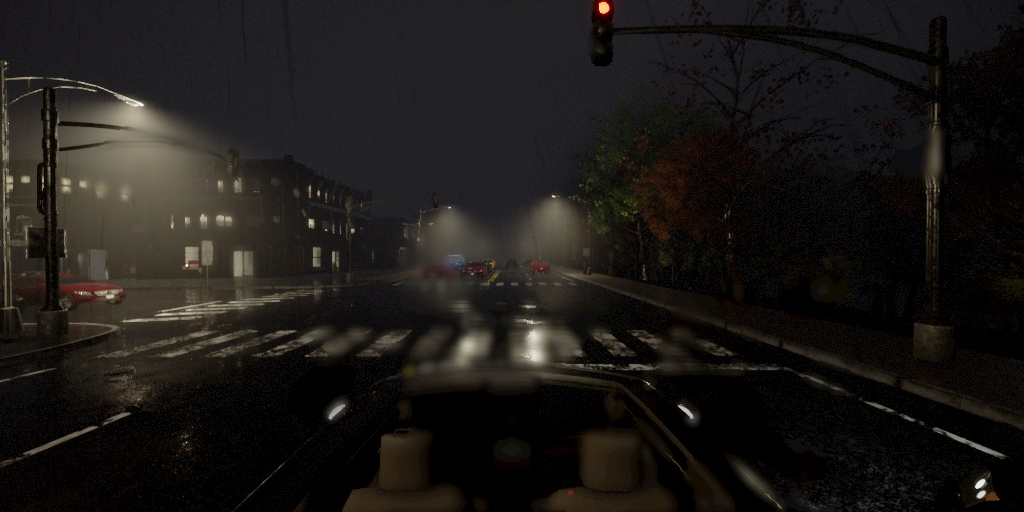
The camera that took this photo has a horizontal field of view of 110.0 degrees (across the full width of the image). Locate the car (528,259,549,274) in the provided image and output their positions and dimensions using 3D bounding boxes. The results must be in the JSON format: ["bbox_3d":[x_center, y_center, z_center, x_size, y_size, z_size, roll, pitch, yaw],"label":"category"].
[{"bbox_3d":[3.258,1.213,42.038,1.882,1.535,5.008,0,0,0],"label":"car"}]

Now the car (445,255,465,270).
[{"bbox_3d":[-6.678,0.957,42.790,2.150,2.045,5.566,0,0,0],"label":"car"}]

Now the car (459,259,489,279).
[{"bbox_3d":[-3.412,1.266,33.107,1.812,1.442,4.674,0,0,0],"label":"car"}]

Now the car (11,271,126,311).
[{"bbox_3d":[-19.361,1.490,15.240,4.674,1.442,1.812,-1,1,1],"label":"car"}]

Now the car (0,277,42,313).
[{"bbox_3d":[-19.971,1.565,12.541,4.313,1.339,1.948,0,0,0],"label":"car"}]

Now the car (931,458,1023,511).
[{"bbox_3d":[3.356,1.314,0.228,1.994,1.385,4.181,0,0,0],"label":"car"}]

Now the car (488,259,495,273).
[{"bbox_3d":[-3.425,1.240,43.174,1.837,1.490,4.892,0,0,0],"label":"car"}]

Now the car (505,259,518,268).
[{"bbox_3d":[-0.034,1.231,60.750,1.837,1.490,4.892,0,0,0],"label":"car"}]

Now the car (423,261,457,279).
[{"bbox_3d":[-6.662,1.341,32.886,1.895,1.301,4.718,0,0,2],"label":"car"}]
